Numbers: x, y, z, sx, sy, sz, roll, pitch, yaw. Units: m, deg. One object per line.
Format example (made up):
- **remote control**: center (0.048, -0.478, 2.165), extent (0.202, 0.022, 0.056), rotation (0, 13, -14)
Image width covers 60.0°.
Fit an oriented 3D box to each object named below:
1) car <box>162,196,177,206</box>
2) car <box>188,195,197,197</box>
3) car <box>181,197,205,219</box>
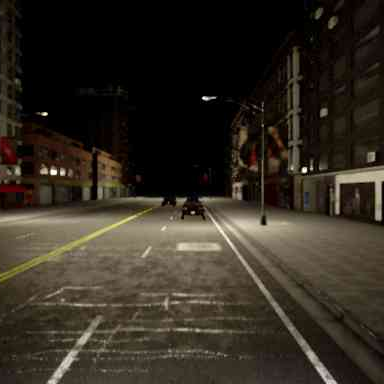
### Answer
- **car**: center (-3.189, 1.243, 47.341), extent (1.812, 1.442, 4.674), rotation (0, 0, 0)
- **car**: center (0.057, 1.221, 47.436), extent (1.837, 1.490, 4.892), rotation (0, 0, 0)
- **car**: center (0.076, 1.363, 27.216), extent (1.812, 1.442, 4.674), rotation (0, 0, 0)
